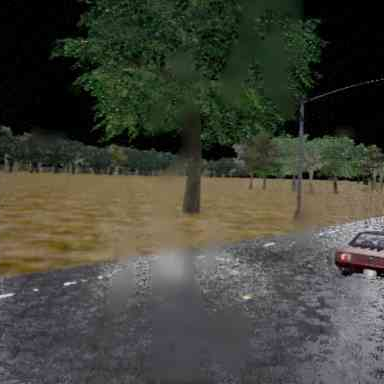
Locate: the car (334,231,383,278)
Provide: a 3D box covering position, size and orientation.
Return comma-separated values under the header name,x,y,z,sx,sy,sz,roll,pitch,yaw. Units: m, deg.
name,x,y,z,sx,sy,sz,roll,pitch,yaw
car,6.116,1.878,10.366,1.895,1.301,4.718,2,0,41
